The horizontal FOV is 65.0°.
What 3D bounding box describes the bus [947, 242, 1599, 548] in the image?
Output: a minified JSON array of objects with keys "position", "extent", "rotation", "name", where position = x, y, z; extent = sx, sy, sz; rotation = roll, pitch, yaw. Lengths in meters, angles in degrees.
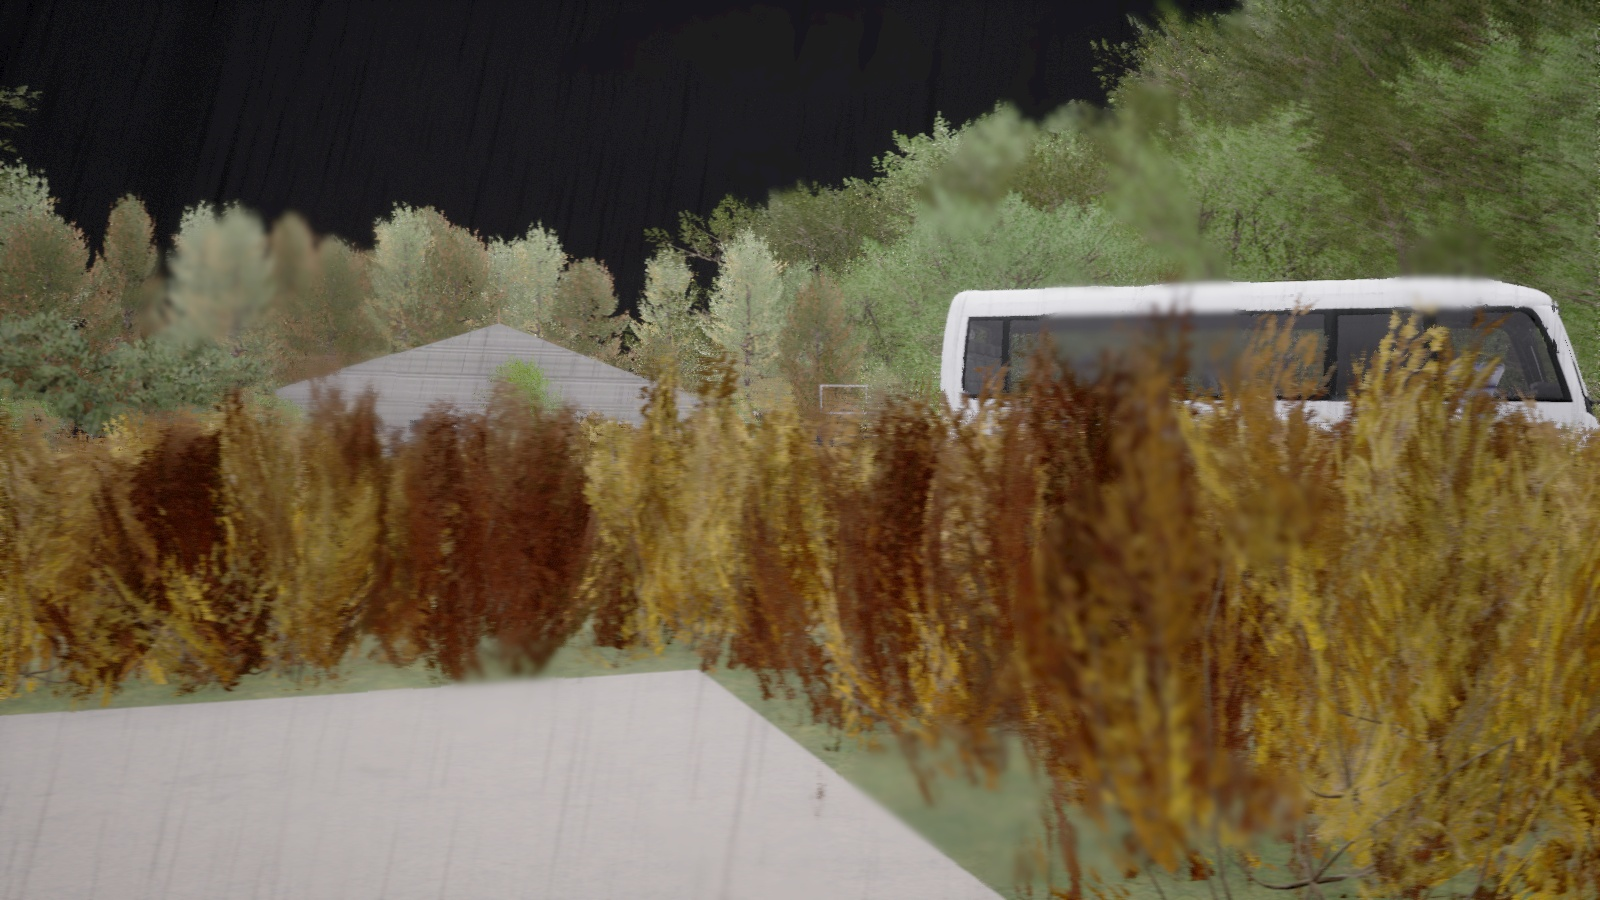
[{"position":[7.982,-0.810,20.987],"extent":[10.273,4.253,3.944],"rotation":[0,1,23],"name":"bus"}]
